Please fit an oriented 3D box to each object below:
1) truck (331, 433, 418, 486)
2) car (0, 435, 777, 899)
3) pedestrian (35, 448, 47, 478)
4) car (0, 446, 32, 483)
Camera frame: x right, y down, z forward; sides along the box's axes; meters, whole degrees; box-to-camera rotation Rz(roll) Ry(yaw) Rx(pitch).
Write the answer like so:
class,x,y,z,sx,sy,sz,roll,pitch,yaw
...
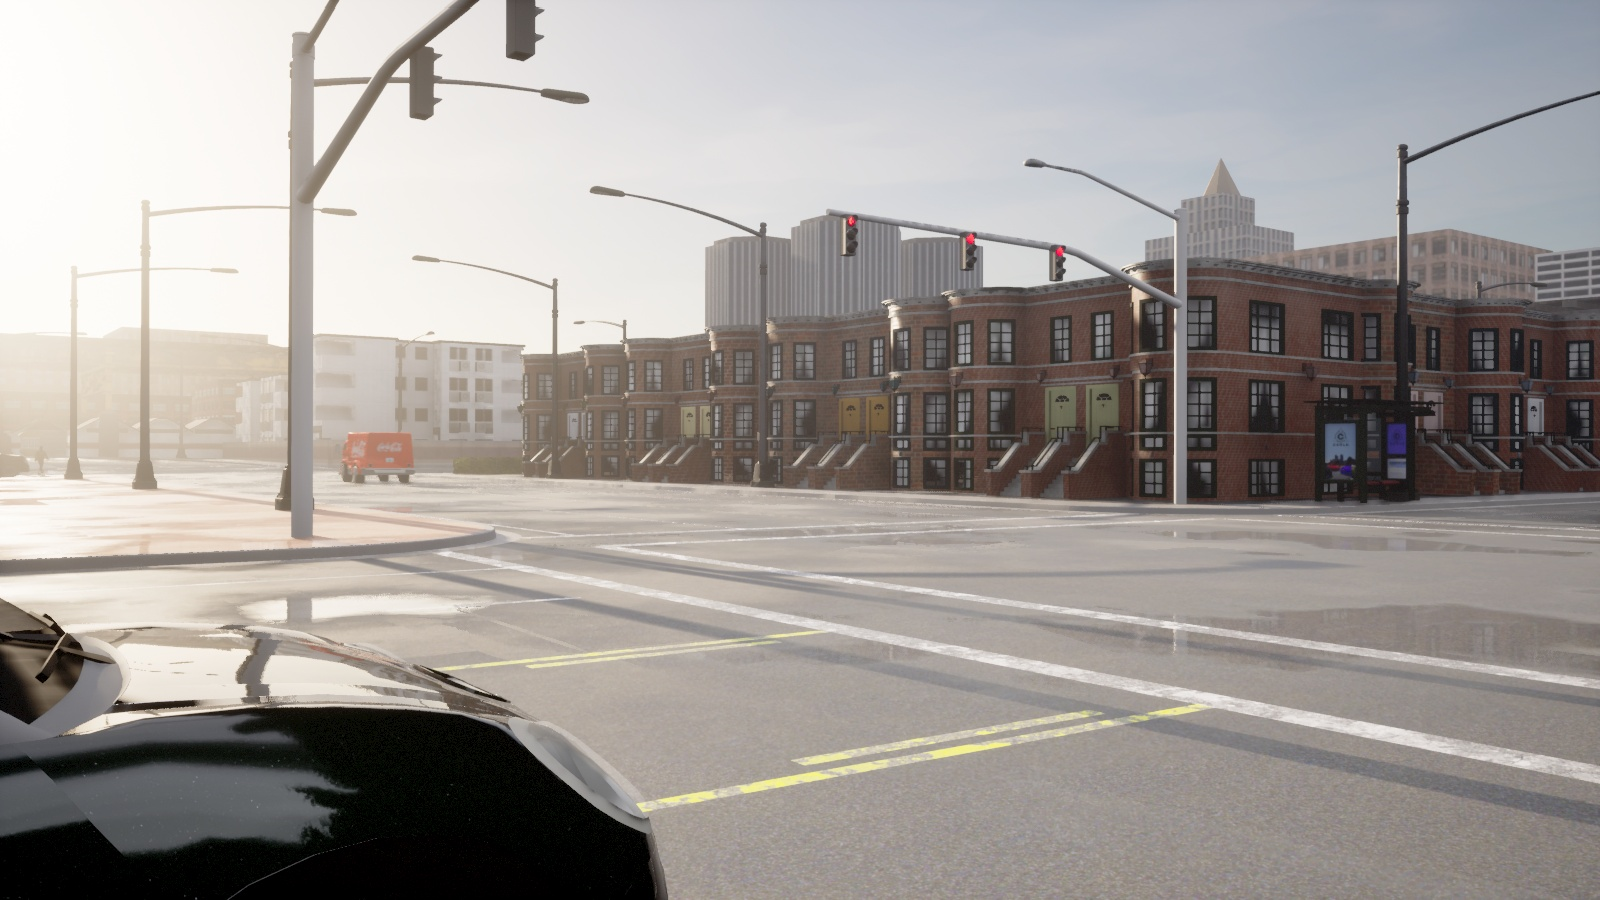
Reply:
class,x,y,z,sx,sy,sz,roll,pitch,yaw
truck,-20.898,0.453,61.537,2.627,2.467,5.204,0,0,-35
car,-2.171,0.720,2.205,3.806,1.475,1.970,0,0,-35
pedestrian,-47.493,0.823,78.546,0.709,1.840,0.431,0,0,40
car,-46.178,0.806,69.976,5.566,2.045,2.150,-1,0,-37
